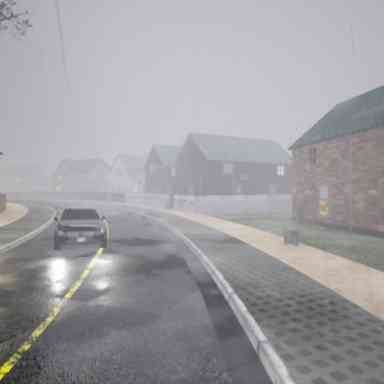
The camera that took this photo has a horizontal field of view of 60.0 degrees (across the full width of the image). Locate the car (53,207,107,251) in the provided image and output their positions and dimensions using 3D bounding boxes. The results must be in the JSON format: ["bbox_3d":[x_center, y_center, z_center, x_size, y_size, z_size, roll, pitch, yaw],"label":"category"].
[{"bbox_3d":[-4.556,1.344,13.524,1.812,1.442,4.674,0,1,-20],"label":"car"}]
